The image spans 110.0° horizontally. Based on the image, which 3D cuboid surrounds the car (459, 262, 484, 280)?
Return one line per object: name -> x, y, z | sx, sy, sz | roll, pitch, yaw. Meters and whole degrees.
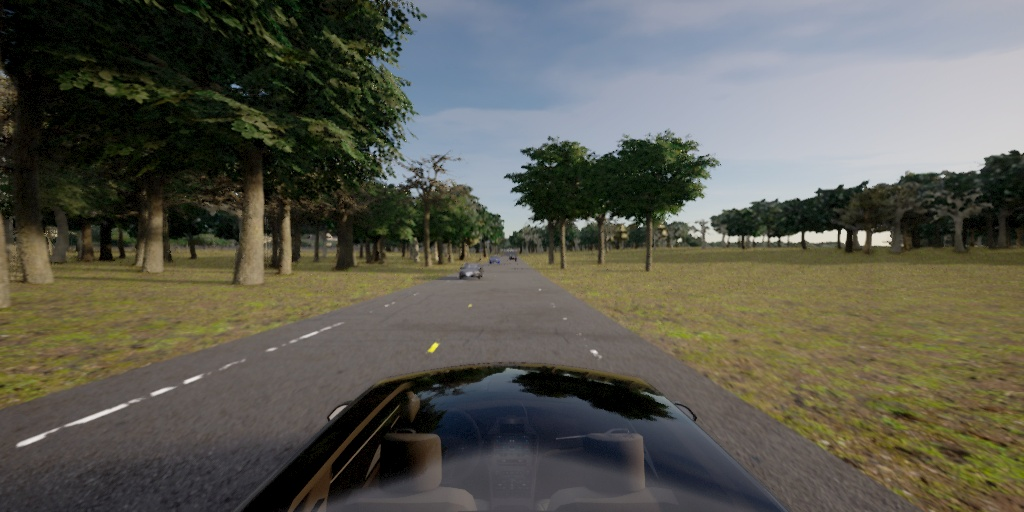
car -> -3.599, 1.333, 32.343 | 2.128, 1.511, 4.902 | 0, 0, 0
